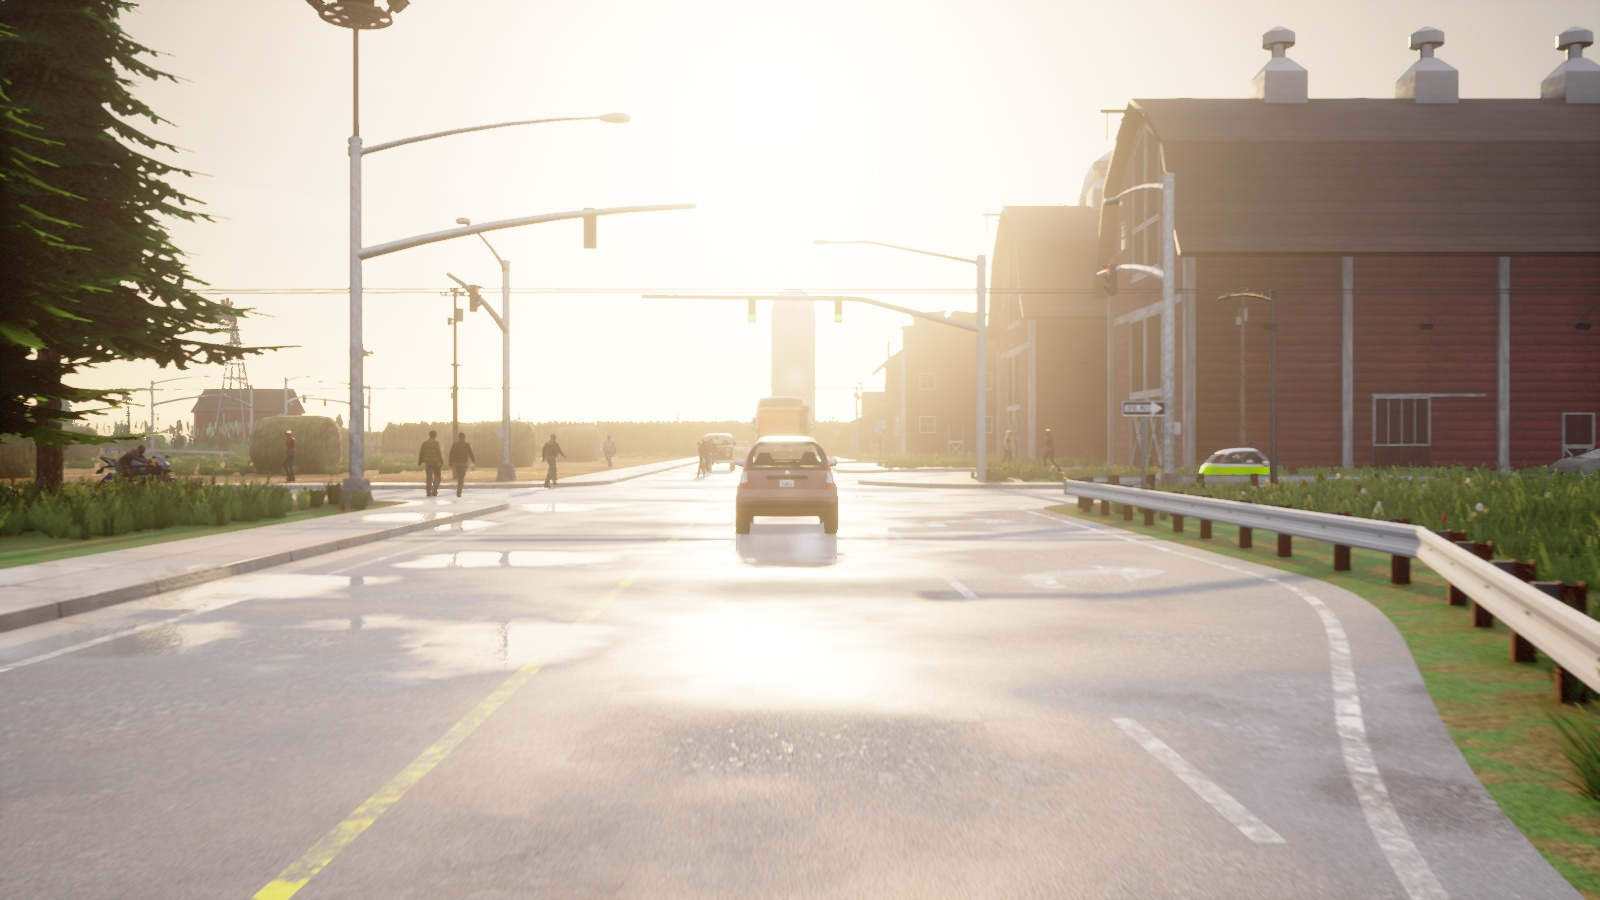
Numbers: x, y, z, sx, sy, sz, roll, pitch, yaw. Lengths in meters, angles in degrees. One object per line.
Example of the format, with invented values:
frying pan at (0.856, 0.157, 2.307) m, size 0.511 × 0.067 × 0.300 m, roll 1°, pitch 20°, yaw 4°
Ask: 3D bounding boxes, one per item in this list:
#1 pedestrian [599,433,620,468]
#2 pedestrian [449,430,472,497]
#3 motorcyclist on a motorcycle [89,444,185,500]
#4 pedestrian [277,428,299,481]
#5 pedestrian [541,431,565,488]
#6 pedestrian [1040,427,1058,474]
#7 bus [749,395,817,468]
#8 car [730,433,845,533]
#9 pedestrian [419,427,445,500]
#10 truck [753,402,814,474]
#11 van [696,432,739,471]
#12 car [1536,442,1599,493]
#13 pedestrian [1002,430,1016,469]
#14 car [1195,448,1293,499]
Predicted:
pedestrian at (-10.101, 0.018, 66.533) m, size 0.874 × 1.855 × 0.900 m, roll 0°, pitch 0°, yaw 8°
pedestrian at (-9.419, 0.365, 34.876) m, size 0.431 × 1.840 × 0.703 m, roll 0°, pitch 0°, yaw 2°
motorcyclist on a motorcycle at (-18.410, 0.599, 34.893) m, size 2.191 × 1.530 × 0.866 m, roll 0°, pitch 0°, yaw 0°
pedestrian at (-17.772, 0.155, 43.612) m, size 0.636 × 1.846 × 0.331 m, roll 0°, pitch 0°, yaw 3°
pedestrian at (-8.103, 0.302, 41.236) m, size 0.376 × 1.854 × 0.720 m, roll 0°, pitch 0°, yaw 32°
pedestrian at (9.853, 0.013, 49.672) m, size 0.636 × 1.846 × 0.331 m, roll 0°, pitch 0°, yaw -20°
bus at (-1.083, -1.134, 80.152) m, size 3.944 × 4.253 × 10.273 m, roll -1°, pitch 0°, yaw -1°
car at (-0.235, 0.520, 22.184) m, size 1.851 × 1.617 × 3.988 m, roll 0°, pitch 0°, yaw -1°
pedestrian at (-9.463, 0.339, 32.306) m, size 0.370 × 1.835 × 0.726 m, roll 0°, pitch 0°, yaw 9°
truck at (-0.841, -0.596, 63.909) m, size 2.891 × 3.462 × 7.936 m, roll 0°, pitch 0°, yaw -1°
van at (-4.397, 0.084, 67.854) m, size 2.069 × 2.038 × 4.480 m, roll 0°, pitch 0°, yaw -1°
car at (25.268, 0.522, 38.236) m, size 4.514 × 1.525 × 2.007 m, roll 0°, pitch 0°, yaw 0°
pedestrian at (9.938, -0.042, 59.760) m, size 0.594 × 1.836 × 0.345 m, roll 0°, pitch 0°, yaw 15°
car at (12.292, 0.640, 34.820) m, size 2.207 × 1.376 × 1.481 m, roll 0°, pitch 0°, yaw 1°
